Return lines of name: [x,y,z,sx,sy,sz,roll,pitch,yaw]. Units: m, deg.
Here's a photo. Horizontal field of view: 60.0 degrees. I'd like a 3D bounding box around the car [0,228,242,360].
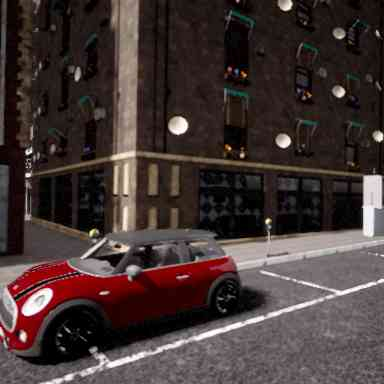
car: [-1.095,1.455,5.924,4.097,1.590,1.967,0,1,-36]
